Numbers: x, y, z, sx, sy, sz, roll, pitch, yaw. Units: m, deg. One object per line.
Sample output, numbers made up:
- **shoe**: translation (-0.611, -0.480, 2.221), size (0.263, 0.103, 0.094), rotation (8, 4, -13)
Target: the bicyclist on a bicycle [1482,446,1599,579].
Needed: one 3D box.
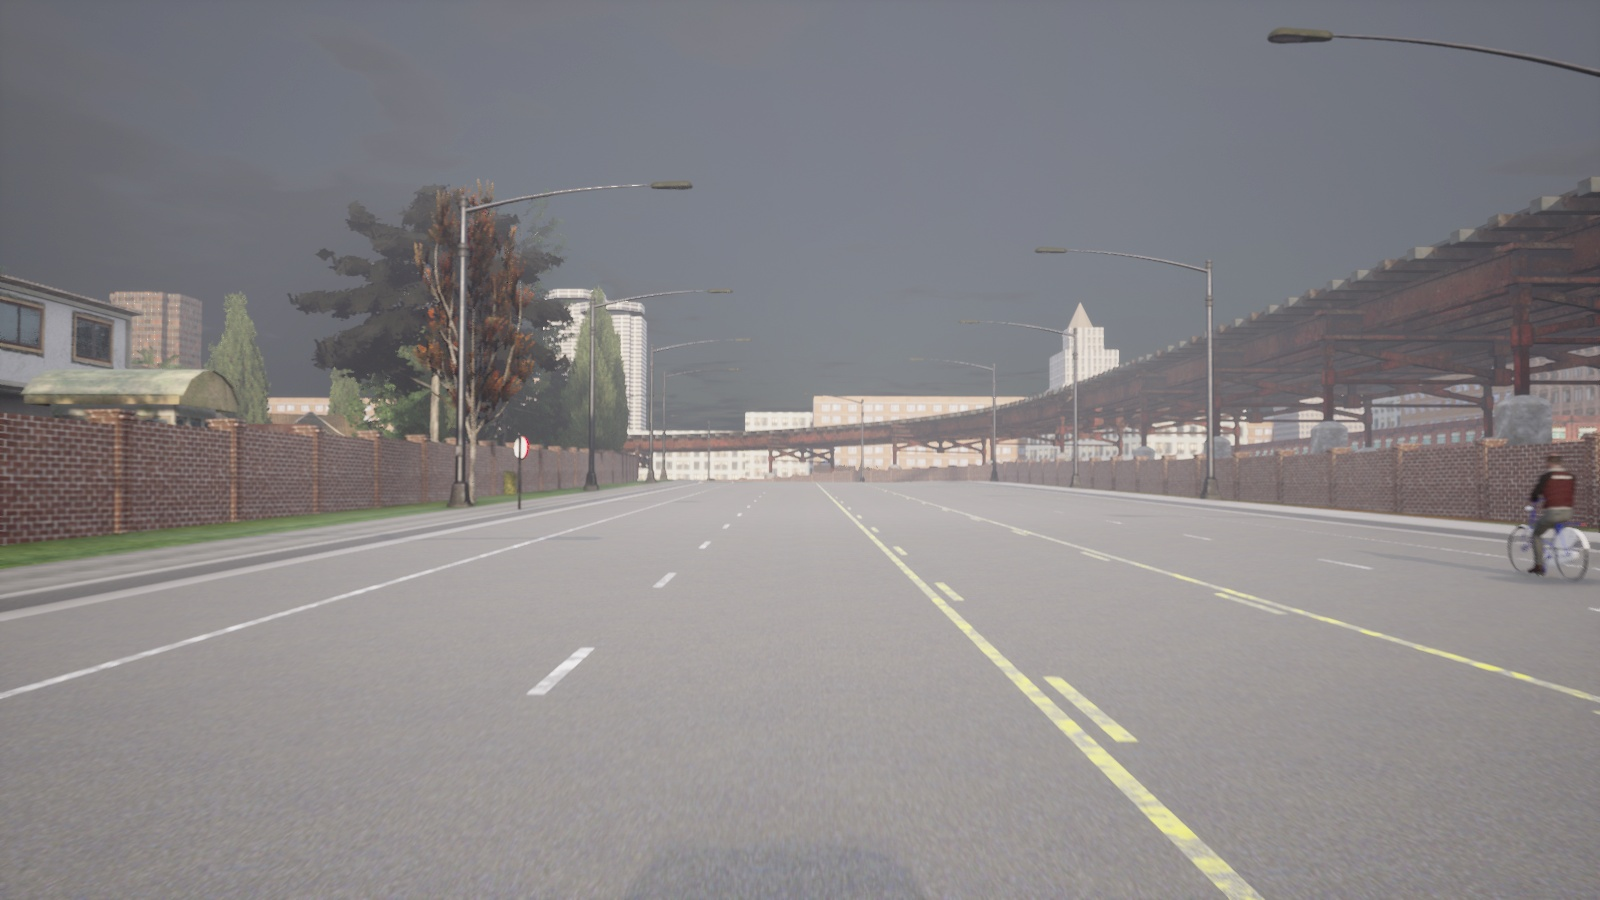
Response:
- **bicyclist on a bicycle**: translation (10.457, 0.845, 17.717), size (0.659, 1.776, 1.843), rotation (0, 0, 0)
